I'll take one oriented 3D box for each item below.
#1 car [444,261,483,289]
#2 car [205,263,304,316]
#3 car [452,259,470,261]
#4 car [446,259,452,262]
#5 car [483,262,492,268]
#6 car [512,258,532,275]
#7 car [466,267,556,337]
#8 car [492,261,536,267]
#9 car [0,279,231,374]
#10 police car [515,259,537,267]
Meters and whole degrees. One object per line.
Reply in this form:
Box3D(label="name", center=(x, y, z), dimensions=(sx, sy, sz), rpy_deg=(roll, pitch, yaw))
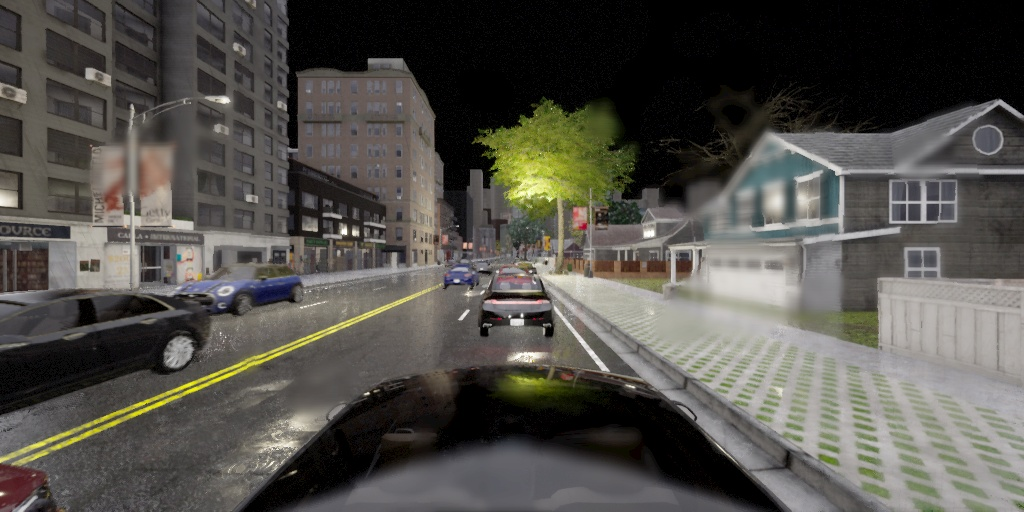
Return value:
Box3D(label="car", center=(-3.126, 1.261, 22.786), dimensions=(1.812, 1.442, 4.674), rpy_deg=(0, 0, 0))
Box3D(label="car", center=(-9.836, 1.096, 13.216), dimensions=(2.097, 1.767, 4.553), rpy_deg=(0, 0, 0))
Box3D(label="car", center=(-6.546, 1.174, 49.190), dimensions=(1.882, 1.535, 5.008), rpy_deg=(0, 0, 0))
Box3D(label="car", center=(-9.768, 1.246, 58.727), dimensions=(1.994, 1.385, 4.181), rpy_deg=(0, 0, 0))
Box3D(label="car", center=(-3.107, 1.276, 38.712), dimensions=(1.994, 1.385, 4.181), rpy_deg=(0, 0, 0))
Box3D(label="car", center=(1.017, 1.062, 39.376), dimensions=(2.097, 1.767, 4.553), rpy_deg=(0, 0, 0))
Box3D(label="car", center=(0.113, 1.238, 10.282), dimensions=(2.128, 1.511, 4.902), rpy_deg=(0, 0, 0))
Box3D(label="car", center=(0.121, 1.216, 19.786), dimensions=(1.882, 1.535, 5.008), rpy_deg=(0, 0, 0))
Box3D(label="car", center=(-6.595, 1.254, 4.742), dimensions=(1.837, 1.490, 4.892), rpy_deg=(0, 0, 0))
Box3D(label="police car", center=(1.007, 1.151, 29.515), dimensions=(1.930, 1.638, 5.238), rpy_deg=(0, 0, 0))
